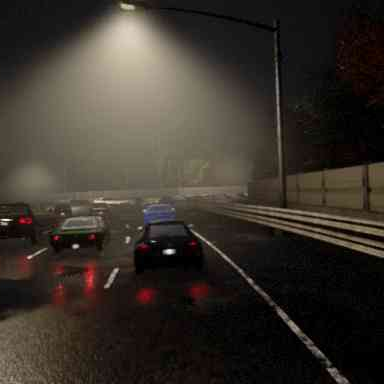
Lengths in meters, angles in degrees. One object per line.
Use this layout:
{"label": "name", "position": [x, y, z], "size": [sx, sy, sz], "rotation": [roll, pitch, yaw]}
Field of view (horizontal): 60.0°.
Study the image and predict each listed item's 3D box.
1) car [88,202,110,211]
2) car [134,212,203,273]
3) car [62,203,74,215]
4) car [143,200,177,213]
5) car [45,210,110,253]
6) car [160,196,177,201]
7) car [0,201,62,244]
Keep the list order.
{"label": "car", "position": [-9.276, 1.789, 33.336], "size": [2.128, 1.511, 4.902], "rotation": [-2, 0, -18]}
{"label": "car", "position": [-0.830, 1.578, 10.913], "size": [1.994, 1.385, 4.181], "rotation": [-2, 0, -6]}
{"label": "car", "position": [-13.713, 1.966, 35.343], "size": [1.837, 1.490, 4.892], "rotation": [-2, 0, -20]}
{"label": "car", "position": [-2.093, 1.523, 21.455], "size": [1.882, 1.535, 5.008], "rotation": [-2, 0, -8]}
{"label": "car", "position": [-4.717, 1.755, 14.708], "size": [1.895, 1.301, 4.718], "rotation": [-2, 0, -9]}
{"label": "car", "position": [-3.742, 1.412, 52.387], "size": [2.097, 1.767, 4.553], "rotation": [-2, 0, 10]}
{"label": "car", "position": [-8.703, 1.522, 17.345], "size": [2.150, 2.045, 5.566], "rotation": [-2, 0, -10]}
